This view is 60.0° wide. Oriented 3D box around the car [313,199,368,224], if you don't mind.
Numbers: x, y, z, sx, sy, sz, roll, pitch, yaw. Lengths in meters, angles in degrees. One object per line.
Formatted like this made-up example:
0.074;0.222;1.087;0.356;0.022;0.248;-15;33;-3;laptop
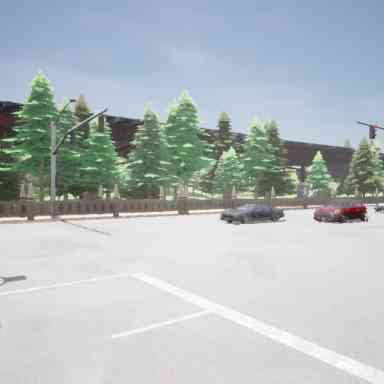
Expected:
11.136;1.352;24.883;4.553;1.767;2.097;0;0;-36;car

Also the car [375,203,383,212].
22.421;1.599;37.265;4.718;1.301;1.895;0;0;-36;car

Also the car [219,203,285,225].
4.562;1.549;24.480;5.357;1.411;2.033;0;0;-36;car
